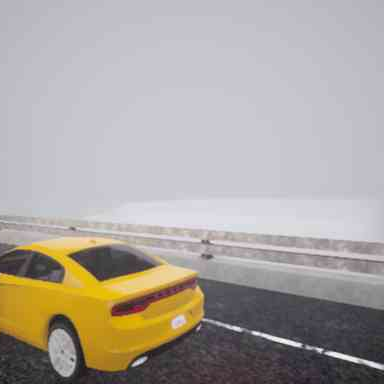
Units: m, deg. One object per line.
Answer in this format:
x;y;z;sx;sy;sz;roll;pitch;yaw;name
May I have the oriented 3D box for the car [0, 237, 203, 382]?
-2.181;1.503;5.566;5.008;1.535;1.882;-1;-1;36;car
